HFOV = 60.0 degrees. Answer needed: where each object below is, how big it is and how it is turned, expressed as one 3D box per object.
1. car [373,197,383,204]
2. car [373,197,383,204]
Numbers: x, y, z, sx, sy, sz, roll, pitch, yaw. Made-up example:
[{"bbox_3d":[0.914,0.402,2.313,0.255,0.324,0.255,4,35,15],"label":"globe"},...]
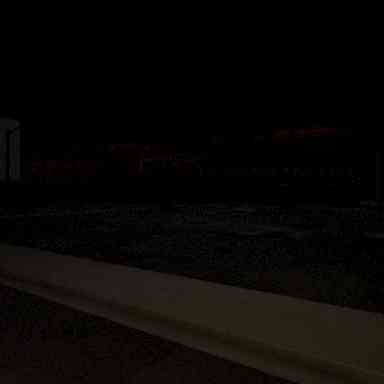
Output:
[{"bbox_3d":[37.542,1.576,65.370,1.853,1.218,4.536,1,1,6],"label":"car"},{"bbox_3d":[37.535,1.734,65.320,2.038,1.542,4.974,1,1,6],"label":"car"}]
